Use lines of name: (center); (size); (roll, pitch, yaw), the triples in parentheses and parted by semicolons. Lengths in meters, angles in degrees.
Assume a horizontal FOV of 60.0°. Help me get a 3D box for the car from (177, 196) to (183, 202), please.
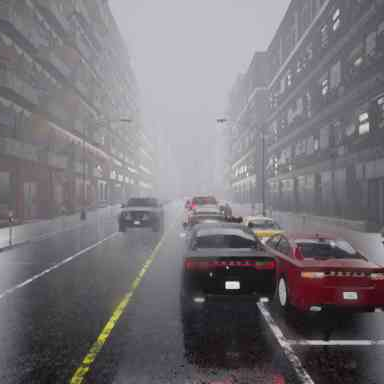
car: (-2.820, 1.751, 83.372); (1.812, 1.442, 4.674); (0, 0, 0)

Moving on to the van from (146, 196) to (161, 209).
van: (-5.329, 1.423, 46.406); (1.690, 1.788, 3.998); (2, 0, 0)

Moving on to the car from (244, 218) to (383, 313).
car: (2.577, 1.551, 7.637); (1.887, 1.381, 4.507); (1, 0, 0)

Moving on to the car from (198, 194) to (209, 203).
car: (2.494, 1.498, 74.007); (2.192, 1.841, 5.009); (1, 0, 0)

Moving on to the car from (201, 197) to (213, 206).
car: (2.536, 1.663, 57.412); (1.887, 1.381, 4.507); (1, 0, 0)

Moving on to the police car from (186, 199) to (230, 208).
police car: (0.809, 1.445, 18.415); (1.930, 1.638, 5.238); (0, 0, 0)

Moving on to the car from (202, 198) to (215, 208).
car: (2.541, 1.644, 51.883); (1.887, 1.381, 4.507); (1, 0, 0)

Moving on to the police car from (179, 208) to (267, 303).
police car: (0.701, 1.432, 8.410); (1.930, 1.638, 5.238); (0, 0, 0)

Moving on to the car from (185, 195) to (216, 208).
car: (0.804, 1.256, 24.340); (2.150, 2.045, 5.566); (0, 0, 0)

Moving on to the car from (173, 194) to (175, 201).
car: (-5.348, 1.476, 68.529); (2.192, 1.841, 5.009); (1, 0, 0)

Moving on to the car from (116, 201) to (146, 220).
car: (-5.321, 1.567, 29.646); (1.752, 1.417, 4.829); (2, 0, 0)

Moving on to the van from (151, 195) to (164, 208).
van: (-5.335, 1.441, 51.938); (1.690, 1.788, 3.998); (1, 0, 0)

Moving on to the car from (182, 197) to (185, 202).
car: (-0.022, 1.681, 45.913); (1.895, 1.301, 4.718); (0, 0, 0)

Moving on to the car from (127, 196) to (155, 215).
car: (-5.320, 1.369, 35.348); (2.192, 1.841, 5.009); (2, 0, 0)

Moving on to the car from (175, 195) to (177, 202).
car: (-5.363, 1.774, 79.590); (1.947, 1.339, 4.313); (1, 0, 0)

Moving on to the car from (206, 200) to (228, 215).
car: (2.554, 1.604, 35.291); (2.008, 1.369, 4.403); (1, 0, 0)

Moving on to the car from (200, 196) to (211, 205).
car: (2.542, 1.579, 62.945); (1.967, 1.590, 4.097); (1, 0, 0)

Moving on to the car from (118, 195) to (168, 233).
car: (-2.866, 1.244, 20.037); (2.150, 2.045, 5.566); (0, 0, 0)

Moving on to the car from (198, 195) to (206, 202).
car: (2.481, 1.675, 85.069); (1.967, 1.590, 4.097); (1, 0, 0)

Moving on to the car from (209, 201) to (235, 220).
car: (2.559, 1.587, 29.759); (1.887, 1.381, 4.507); (1, 0, 0)

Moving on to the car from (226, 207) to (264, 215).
car: (2.573, 1.538, 13.339); (1.752, 1.417, 4.829); (1, 0, 0)

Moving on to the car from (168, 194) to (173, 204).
car: (-5.343, 1.454, 62.999); (2.192, 1.841, 5.009); (1, 0, 0)

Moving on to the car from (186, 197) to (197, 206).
car: (-0.049, 1.650, 59.027); (1.812, 1.442, 4.674); (0, 0, 0)
